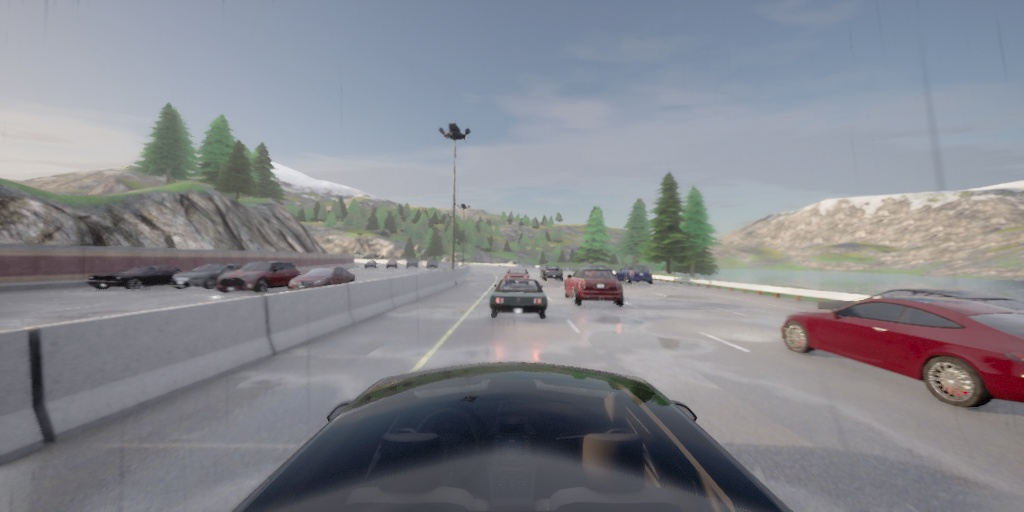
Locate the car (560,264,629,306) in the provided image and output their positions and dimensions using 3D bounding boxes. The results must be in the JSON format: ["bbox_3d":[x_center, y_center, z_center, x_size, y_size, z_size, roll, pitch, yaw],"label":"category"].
[{"bbox_3d":[3.801,1.318,17.360,2.097,1.767,4.553,1,-1,1],"label":"car"}]

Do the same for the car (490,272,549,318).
[{"bbox_3d":[0.245,1.474,13.597,1.895,1.301,4.718,1,-1,1],"label":"car"}]

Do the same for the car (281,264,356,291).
[{"bbox_3d":[-10.375,1.298,20.070,1.812,1.442,4.674,1,0,1],"label":"car"}]

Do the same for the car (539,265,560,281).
[{"bbox_3d":[3.820,1.640,35.334,2.128,1.511,4.902,1,0,-2],"label":"car"}]

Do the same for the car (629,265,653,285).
[{"bbox_3d":[10.876,1.579,32.302,2.097,1.767,4.553,1,-1,-1],"label":"car"}]

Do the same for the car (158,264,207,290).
[{"bbox_3d":[-17.359,1.166,21.271,2.128,1.511,4.902,1,-1,1],"label":"car"}]

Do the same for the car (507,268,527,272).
[{"bbox_3d":[0.423,1.630,28.798,1.895,1.301,4.718,1,-1,0],"label":"car"}]

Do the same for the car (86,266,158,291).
[{"bbox_3d":[-20.861,1.213,20.543,1.895,1.301,4.718,1,-1,1],"label":"car"}]

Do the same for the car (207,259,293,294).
[{"bbox_3d":[-13.875,1.069,20.006,2.097,1.767,4.553,1,-1,1],"label":"car"}]

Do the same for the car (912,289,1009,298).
[{"bbox_3d":[10.681,1.539,9.118,2.033,1.411,5.357,1,-1,1],"label":"car"}]

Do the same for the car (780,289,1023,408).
[{"bbox_3d":[7.129,1.434,6.357,1.812,1.442,4.674,1,0,1],"label":"car"}]

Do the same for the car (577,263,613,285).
[{"bbox_3d":[7.378,1.525,32.380,2.097,1.767,4.553,1,-1,-1],"label":"car"}]
